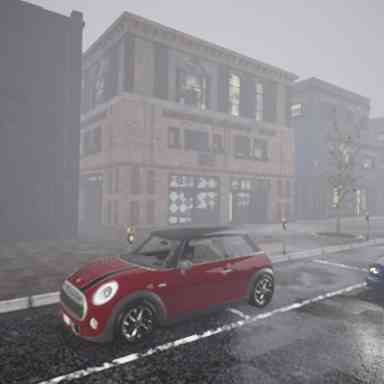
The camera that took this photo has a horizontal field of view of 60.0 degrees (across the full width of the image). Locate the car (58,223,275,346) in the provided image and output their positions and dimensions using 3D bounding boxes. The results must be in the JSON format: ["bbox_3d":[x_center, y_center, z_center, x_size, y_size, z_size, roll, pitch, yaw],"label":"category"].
[{"bbox_3d":[-0.333,1.459,6.351,4.097,1.590,1.967,0,1,-36],"label":"car"}]

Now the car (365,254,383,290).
[{"bbox_3d":[6.352,1.598,8.062,5.357,1.411,2.033,0,0,-36],"label":"car"}]
